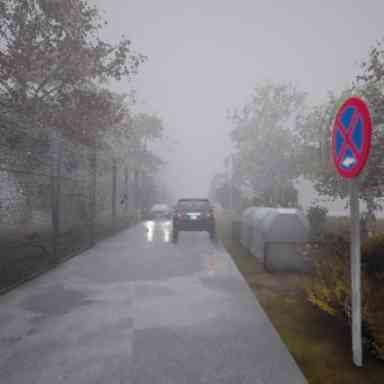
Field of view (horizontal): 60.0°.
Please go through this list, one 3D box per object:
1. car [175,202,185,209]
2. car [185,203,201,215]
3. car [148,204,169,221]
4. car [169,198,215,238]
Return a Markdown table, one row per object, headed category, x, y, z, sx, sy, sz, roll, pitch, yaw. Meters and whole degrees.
| category | x | y | z | sx | sy | sz | roll | pitch | yaw |
| --- | --- | --- | --- | --- | --- | --- | --- | --- | --- |
| car | -2.550 | 2.887 | 71.301 | 1.895 | 1.301 | 4.718 | 0 | -2 | 0 |
| car | 0.134 | 2.092 | 42.065 | 1.895 | 1.301 | 4.718 | 0 | -1 | 0 |
| car | -2.846 | 1.793 | 30.385 | 1.812 | 1.442 | 4.674 | 0 | -1 | 0 |
| car | 0.092 | 1.330 | 18.612 | 2.150 | 2.045 | 5.566 | 0 | -1 | 0 |
